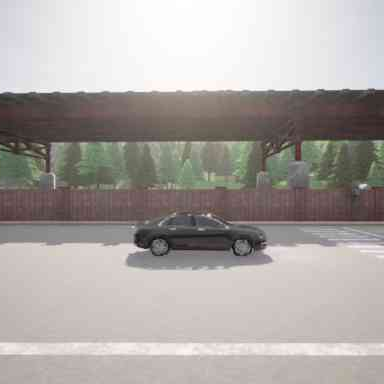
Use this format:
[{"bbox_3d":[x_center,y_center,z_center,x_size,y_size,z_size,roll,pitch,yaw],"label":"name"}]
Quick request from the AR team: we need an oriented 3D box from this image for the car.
[{"bbox_3d":[0.285,1.509,12.396,4.892,1.490,1.837,0,0,1],"label":"car"}]
